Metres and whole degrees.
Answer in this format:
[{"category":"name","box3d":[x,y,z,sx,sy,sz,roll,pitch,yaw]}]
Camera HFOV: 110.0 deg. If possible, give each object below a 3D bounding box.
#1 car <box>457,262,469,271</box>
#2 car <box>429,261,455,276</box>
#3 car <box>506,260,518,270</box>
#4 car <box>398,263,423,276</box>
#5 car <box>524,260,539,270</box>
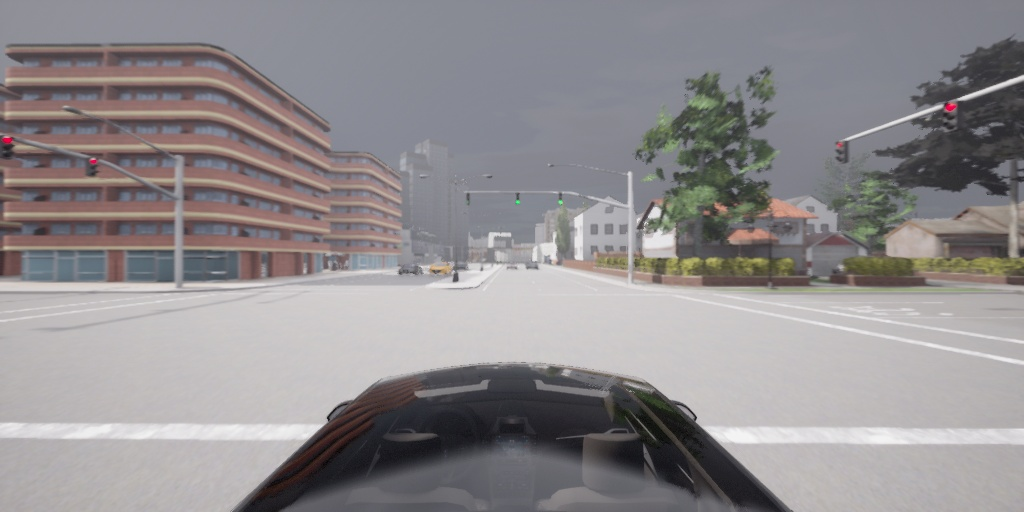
[{"category":"car","box3d":[-8.037,1.603,57.555,2.033,1.411,5.357,0,0,0]},{"category":"car","box3d":[-8.081,1.442,40.954,1.882,1.535,5.008,0,-1,0]},{"category":"car","box3d":[-0.021,1.676,61.088,1.895,1.301,4.718,0,0,0]},{"category":"car","box3d":[-11.580,1.529,41.038,1.994,1.385,4.181,0,0,0]},{"category":"car","box3d":[3.479,1.639,61.060,1.994,1.385,4.181,0,0,0]}]
